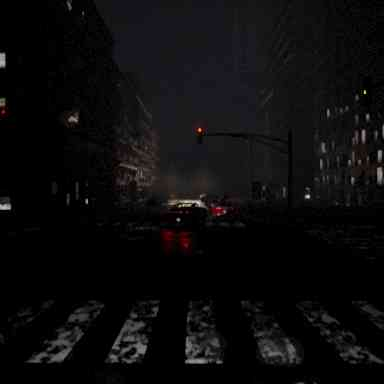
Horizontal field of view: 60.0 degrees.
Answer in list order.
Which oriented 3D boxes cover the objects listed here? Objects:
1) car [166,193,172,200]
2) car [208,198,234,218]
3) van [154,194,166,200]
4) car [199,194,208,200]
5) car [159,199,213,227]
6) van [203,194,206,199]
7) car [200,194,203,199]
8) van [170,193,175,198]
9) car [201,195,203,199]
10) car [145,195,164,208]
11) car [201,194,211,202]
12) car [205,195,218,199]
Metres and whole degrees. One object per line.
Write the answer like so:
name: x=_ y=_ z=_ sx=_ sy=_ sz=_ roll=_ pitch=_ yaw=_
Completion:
car: x=-5.501 y=1.432 z=63.892 sx=1.887 sy=1.381 sz=4.507 roll=-1 pitch=0 yaw=0
car: x=2.739 y=1.504 z=30.024 sx=1.887 sy=1.381 sz=4.507 roll=-1 pitch=0 yaw=0
van: x=-5.540 y=1.256 z=52.600 sx=1.690 sy=1.788 sz=3.998 roll=-1 pitch=0 yaw=0
car: x=2.954 y=1.262 z=86.482 sx=1.967 sy=1.590 sz=4.097 roll=-1 pitch=0 yaw=0
car: x=-0.247 y=1.463 z=22.666 sx=2.128 sy=1.511 sz=4.902 roll=0 pitch=0 yaw=14
van: x=2.790 y=1.268 z=46.961 sx=1.690 sy=1.788 sz=3.998 roll=-1 pitch=0 yaw=0
car: x=2.846 y=1.328 z=63.898 sx=1.967 sy=1.590 sz=4.097 roll=-1 pitch=0 yaw=0
van: x=-5.467 y=1.198 z=75.186 sx=1.690 sy=1.788 sz=3.998 roll=-1 pitch=0 yaw=0
car: x=2.811 y=1.459 z=52.608 sx=1.887 sy=1.381 sz=4.507 roll=-1 pitch=0 yaw=0
car: x=-5.554 y=1.493 z=46.955 sx=1.947 sy=1.339 sz=4.313 roll=-1 pitch=0 yaw=0
car: x=2.870 y=1.313 z=69.544 sx=1.967 sy=1.590 sz=4.097 roll=-1 pitch=0 yaw=0
car: x=2.756 y=1.389 z=35.670 sx=1.967 sy=1.590 sz=4.097 roll=-1 pitch=0 yaw=0
